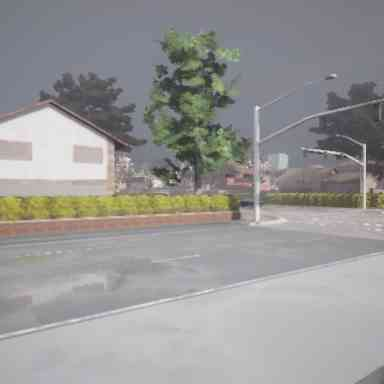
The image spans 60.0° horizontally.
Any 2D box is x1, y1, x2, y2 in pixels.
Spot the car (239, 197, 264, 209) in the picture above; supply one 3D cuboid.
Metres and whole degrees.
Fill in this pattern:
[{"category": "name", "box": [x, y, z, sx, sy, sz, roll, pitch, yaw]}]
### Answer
[{"category": "car", "box": [7.451, 1.461, 44.992, 2.128, 1.511, 4.902, 0, 0, -36]}]
